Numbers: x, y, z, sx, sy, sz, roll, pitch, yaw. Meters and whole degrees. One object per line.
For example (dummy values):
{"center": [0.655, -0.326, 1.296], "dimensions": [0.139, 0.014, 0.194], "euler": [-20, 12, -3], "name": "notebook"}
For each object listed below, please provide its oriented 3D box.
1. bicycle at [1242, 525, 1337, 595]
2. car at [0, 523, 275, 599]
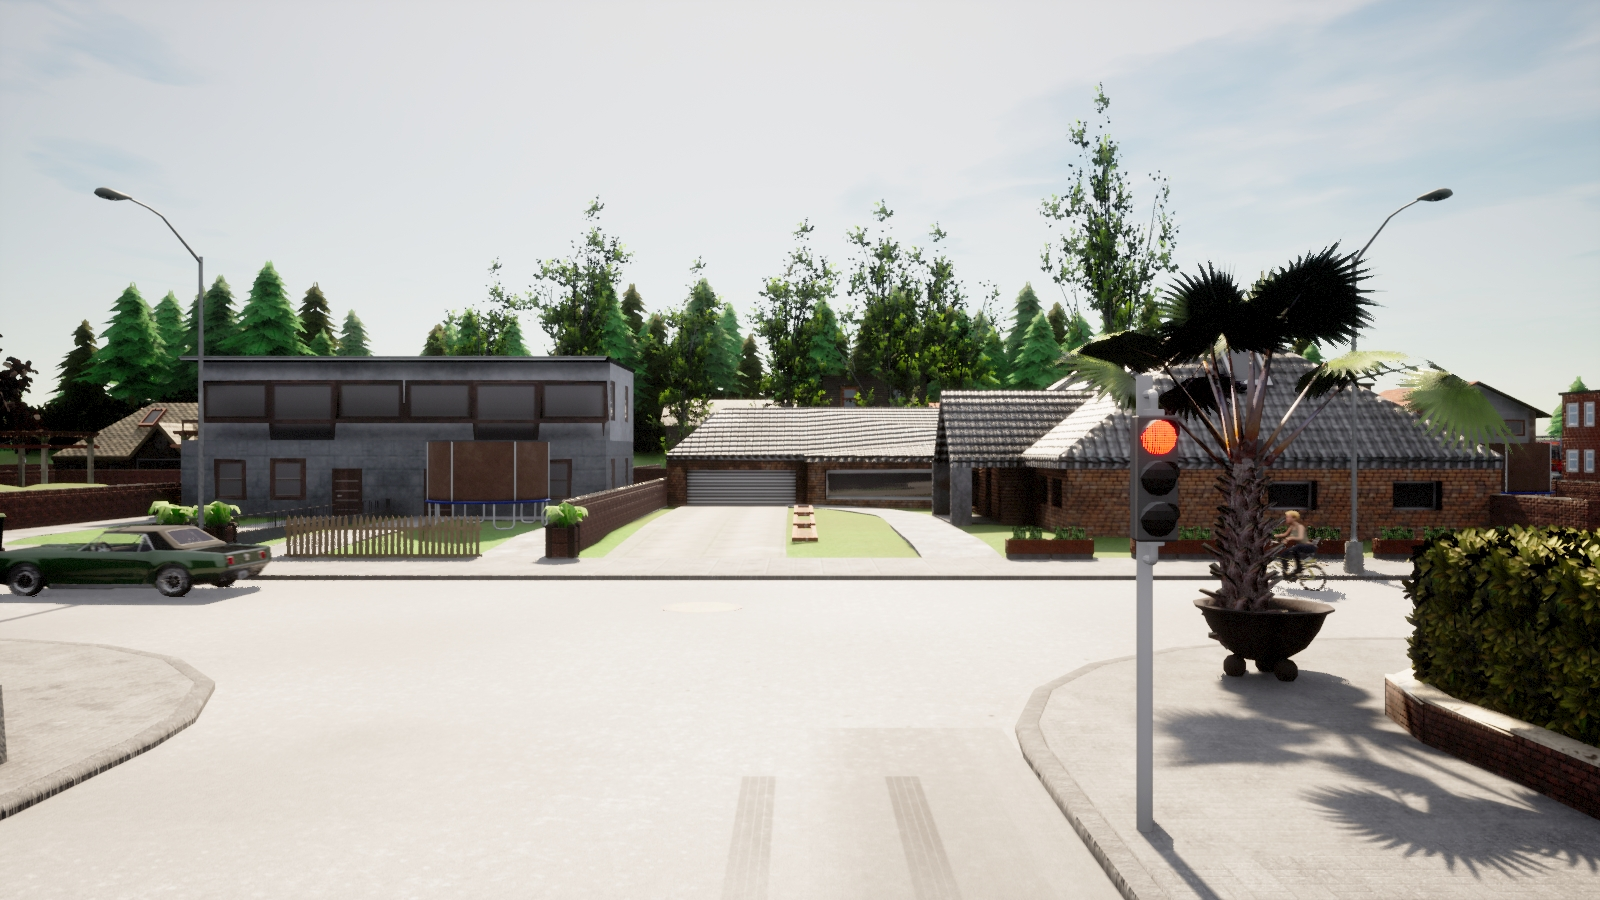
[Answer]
{"center": [9.598, 2.149, 22.443], "dimensions": [1.487, 1.276, 0.859], "euler": [0, 0, 0], "name": "bicycle"}
{"center": [-13.094, 2.146, 22.420], "dimensions": [4.718, 1.301, 1.895], "euler": [0, 0, 2], "name": "car"}
